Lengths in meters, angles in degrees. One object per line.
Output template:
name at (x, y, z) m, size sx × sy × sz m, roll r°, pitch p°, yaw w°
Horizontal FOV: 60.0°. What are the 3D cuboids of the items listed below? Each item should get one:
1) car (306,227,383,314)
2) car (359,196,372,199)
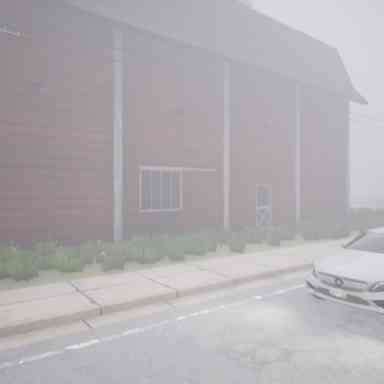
car at (4.466, 1.524, 7.249) m, size 4.674 × 1.442 × 1.812 m, roll 0°, pitch 0°, yaw -36°
car at (33.032, 1.506, 63.471) m, size 3.905 × 1.438 × 1.784 m, roll 0°, pitch 0°, yaw -36°
